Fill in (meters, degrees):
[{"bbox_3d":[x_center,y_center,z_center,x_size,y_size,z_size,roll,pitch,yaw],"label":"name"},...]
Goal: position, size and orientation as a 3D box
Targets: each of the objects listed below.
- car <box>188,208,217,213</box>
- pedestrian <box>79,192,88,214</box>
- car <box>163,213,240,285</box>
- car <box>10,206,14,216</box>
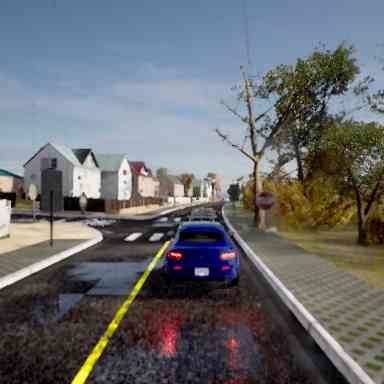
[{"bbox_3d":[0.660,1.679,21.304,1.895,1.301,4.718,0,0,2],"label":"car"},{"bbox_3d":[-9.047,0.868,27.612,0.375,1.860,0.375,0,-3,1],"label":"pedestrian"},{"bbox_3d":[0.256,1.556,9.428,1.812,1.442,4.674,0,0,1],"label":"car"},{"bbox_3d":[-14.206,0.955,21.875,4.674,1.442,1.812,3,-1,1],"label":"car"}]
